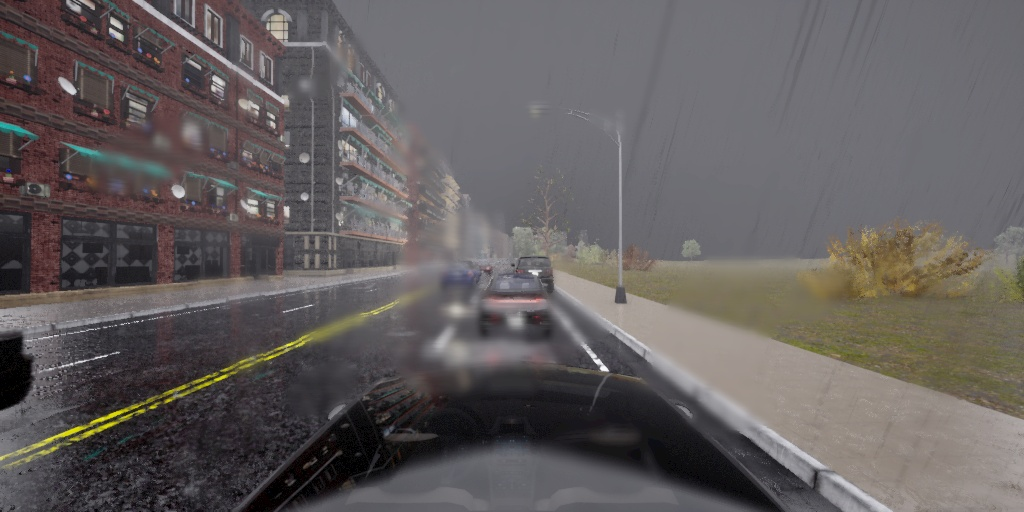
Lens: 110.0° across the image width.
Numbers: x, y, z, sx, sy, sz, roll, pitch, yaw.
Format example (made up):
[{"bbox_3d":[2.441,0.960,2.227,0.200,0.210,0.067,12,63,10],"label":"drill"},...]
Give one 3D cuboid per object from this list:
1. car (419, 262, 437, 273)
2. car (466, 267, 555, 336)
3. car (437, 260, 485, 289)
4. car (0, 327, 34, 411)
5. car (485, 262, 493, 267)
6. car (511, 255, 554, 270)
[{"bbox_3d":[-9.862,1.351,43.348,1.895,1.301,4.718,0,0,0],"label":"car"},{"bbox_3d":[0.098,1.243,10.378,2.128,1.511,4.902,0,0,0],"label":"car"},{"bbox_3d":[-3.159,1.103,23.145,2.097,1.767,4.553,0,0,0],"label":"car"},{"bbox_3d":[-6.597,1.227,2.047,1.882,1.535,5.008,0,0,0],"label":"car"},{"bbox_3d":[-3.163,1.352,40.408,1.895,1.301,4.718,0,0,0],"label":"car"},{"bbox_3d":[1.133,0.977,20.248,2.150,2.045,5.566,0,0,0],"label":"car"}]
